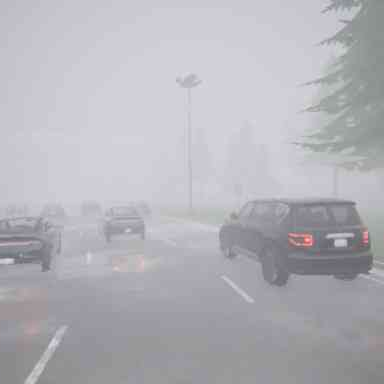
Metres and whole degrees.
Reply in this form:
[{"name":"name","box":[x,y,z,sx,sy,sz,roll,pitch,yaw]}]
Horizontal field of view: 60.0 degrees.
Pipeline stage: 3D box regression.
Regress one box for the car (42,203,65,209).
[{"name":"car","box":[-12.357,1.700,29.694,1.994,1.385,4.181,-1,0,-21]}]

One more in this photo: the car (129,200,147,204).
[{"name":"car","box":[-5.038,1.515,30.239,2.128,1.511,4.902,-1,0,-21]}]

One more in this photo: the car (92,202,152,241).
[{"name":"car","box":[-3.656,1.516,16.929,2.128,1.511,4.902,-1,0,-21]}]

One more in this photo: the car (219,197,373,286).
[{"name":"car","box":[2.512,1.166,9.570,2.150,2.045,5.566,-1,0,-13]}]

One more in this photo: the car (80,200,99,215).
[{"name":"car","box":[-10.714,1.579,35.103,1.882,1.535,5.008,-1,0,-21]}]

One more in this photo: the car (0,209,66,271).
[{"name":"car","box":[-5.378,1.554,10.772,2.128,1.511,4.902,-1,0,-17]}]

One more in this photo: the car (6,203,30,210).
[{"name":"car","box":[-18.210,1.817,35.058,1.895,1.301,4.718,-1,0,-21]}]
